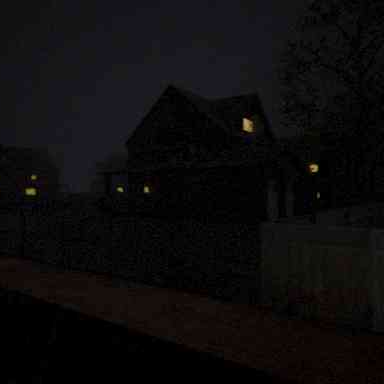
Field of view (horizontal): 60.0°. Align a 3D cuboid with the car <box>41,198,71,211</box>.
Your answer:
[{"bbox_3d":[-14.419,1.323,33.499,1.895,1.301,4.718,0,2,35],"label":"car"}]
